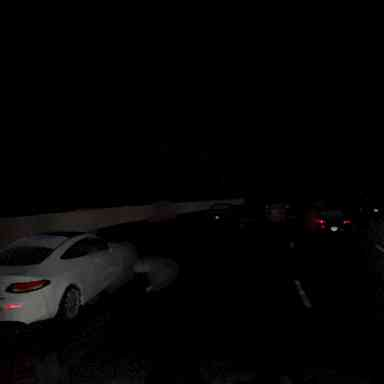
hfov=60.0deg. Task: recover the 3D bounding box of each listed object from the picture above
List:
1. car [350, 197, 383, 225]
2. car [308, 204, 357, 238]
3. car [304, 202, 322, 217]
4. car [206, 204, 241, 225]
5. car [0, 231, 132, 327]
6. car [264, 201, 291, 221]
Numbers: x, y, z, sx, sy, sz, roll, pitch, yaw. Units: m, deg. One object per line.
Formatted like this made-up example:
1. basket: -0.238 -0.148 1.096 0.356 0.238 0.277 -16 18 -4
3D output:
1. car: 13.536 1.390 25.518 2.150 2.045 5.566 0 0 18
2. car: 7.694 1.648 18.606 1.812 1.442 4.674 0 0 17
3. car: 12.637 1.748 34.144 1.812 1.442 4.674 0 0 18
4. car: 2.518 1.639 25.544 1.882 1.535 5.008 0 0 18
5. car: -2.756 1.569 7.100 1.812 1.442 4.674 0 0 8
6. car: 7.533 1.755 29.654 1.994 1.385 4.181 0 0 17
